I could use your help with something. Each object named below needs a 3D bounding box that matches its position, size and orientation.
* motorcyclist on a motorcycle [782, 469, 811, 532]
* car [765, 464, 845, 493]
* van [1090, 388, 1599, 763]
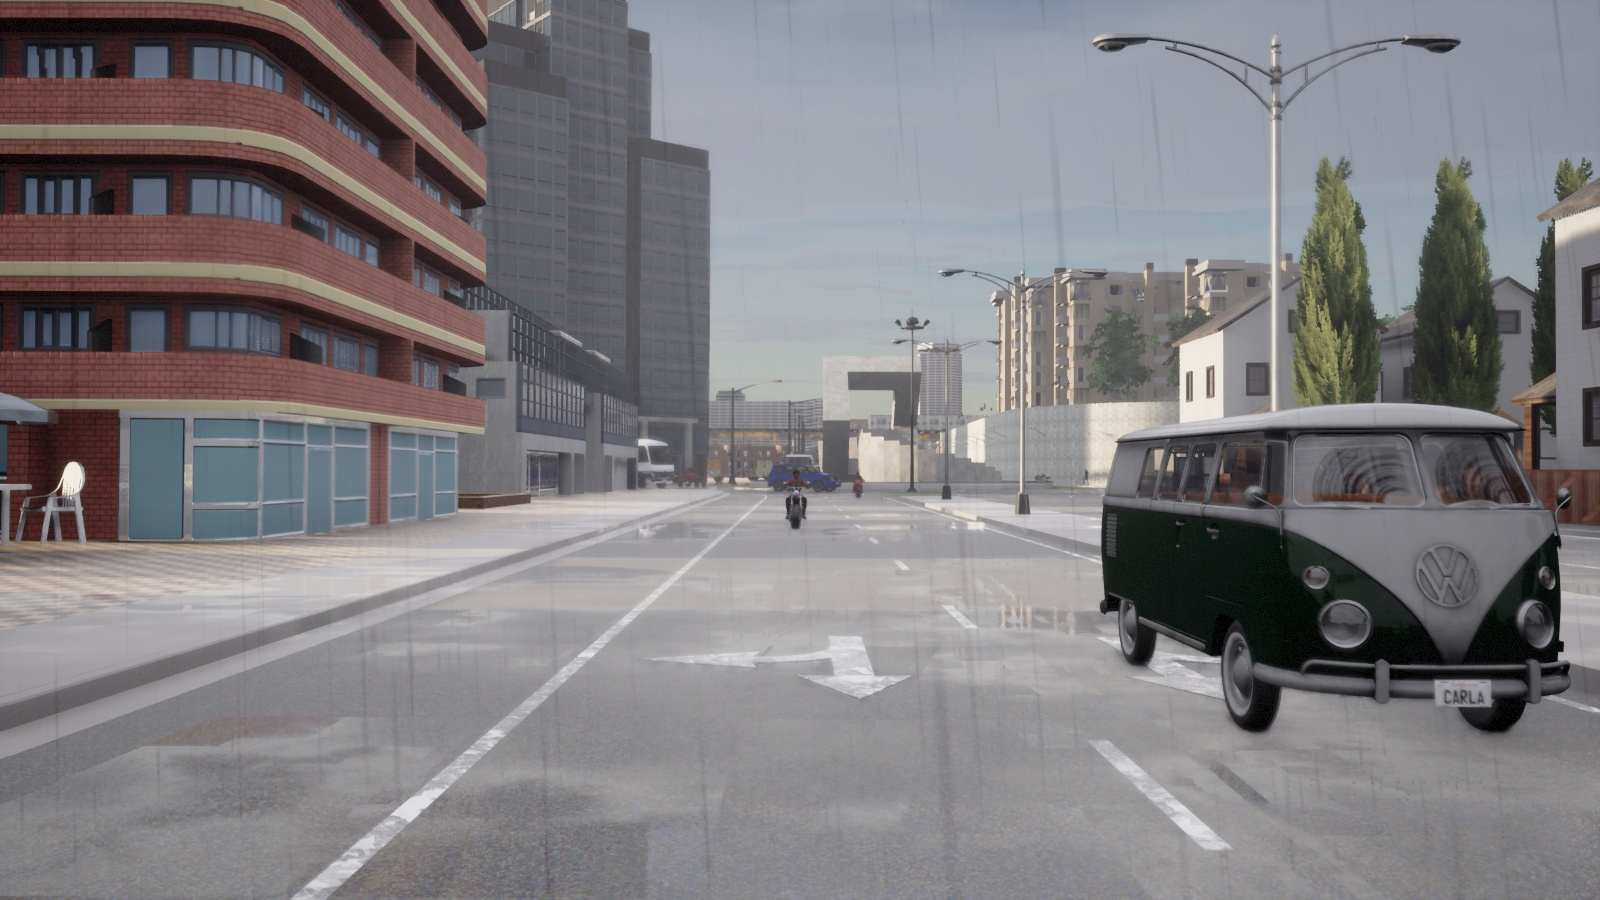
[{"bbox_3d":[-0.093,1.338,34.176,0.766,1.649,2.350,0,-1,0],"label":"motorcyclist on a motorcycle"},{"bbox_3d":[0.344,2.087,92.744,5.566,2.045,2.150,-1,-1,27],"label":"car"},{"bbox_3d":[3.474,0.701,8.916,1.775,1.987,4.442,0,-1,0],"label":"van"}]
